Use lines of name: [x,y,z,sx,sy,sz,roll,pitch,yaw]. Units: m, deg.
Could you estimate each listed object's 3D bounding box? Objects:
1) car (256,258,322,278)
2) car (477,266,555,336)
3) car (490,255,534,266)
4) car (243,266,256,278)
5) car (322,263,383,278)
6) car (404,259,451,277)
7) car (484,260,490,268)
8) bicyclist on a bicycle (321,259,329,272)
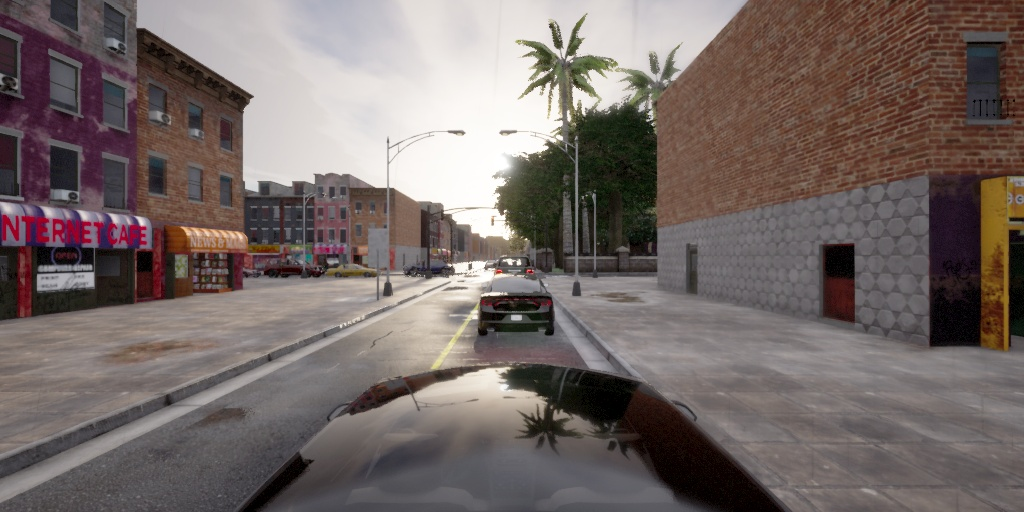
car: [-20.062,1.128,33.033,5.009,1.841,2.192,0,0,0]
car: [0.099,1.230,10.494,1.882,1.535,5.008,0,0,0]
car: [0.102,0.980,20.463,2.150,2.045,5.566,0,0,-1]
car: [-25.515,1.409,33.026,4.207,1.307,1.802,0,0,0]
car: [-14.441,1.324,33.040,4.829,1.417,1.751,0,0,0]
car: [-8.491,1.140,36.073,4.553,1.767,2.097,0,-1,-18]
car: [-2.864,1.319,51.070,1.812,1.442,4.674,0,0,0]
bicyclist on a bicycle: [-20.145,1.124,38.679,0.582,1.620,1.656,0,0,0]
